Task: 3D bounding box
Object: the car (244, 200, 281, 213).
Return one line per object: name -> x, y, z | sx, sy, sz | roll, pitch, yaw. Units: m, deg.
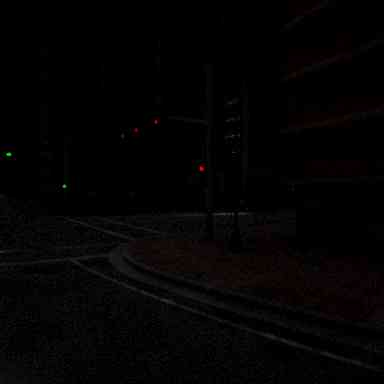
car -> 8.438, 1.676, 39.540 | 4.902, 1.511, 2.128 | 1, 0, -31
